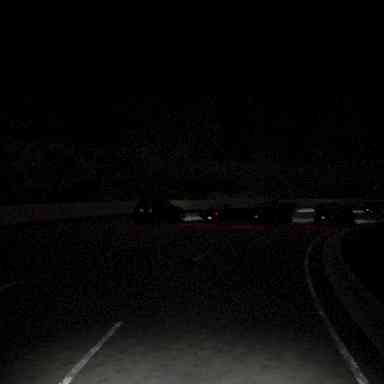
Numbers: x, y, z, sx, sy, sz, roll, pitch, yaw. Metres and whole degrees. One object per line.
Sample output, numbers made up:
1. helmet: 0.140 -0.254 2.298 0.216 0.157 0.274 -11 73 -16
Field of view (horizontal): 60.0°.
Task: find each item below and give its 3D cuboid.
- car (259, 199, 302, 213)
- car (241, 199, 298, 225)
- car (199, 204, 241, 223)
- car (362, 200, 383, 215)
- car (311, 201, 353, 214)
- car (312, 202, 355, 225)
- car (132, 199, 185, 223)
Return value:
1. car: 10.311 1.584 38.590 4.902 1.511 2.128 0 0 -36
2. car: 5.899 1.531 24.699 1.882 1.535 5.008 0 0 37
3. car: 2.659 1.631 26.303 1.895 1.301 4.718 0 0 37
4. car: 20.806 1.673 36.343 4.892 1.490 1.837 0 -1 -26
5. car: 15.966 1.734 37.834 4.718 1.301 1.895 0 0 -30
6. car: 10.702 1.615 24.934 1.812 1.442 4.674 0 0 42
7. car: -2.457 1.344 25.414 2.097 1.767 4.553 0 0 32
